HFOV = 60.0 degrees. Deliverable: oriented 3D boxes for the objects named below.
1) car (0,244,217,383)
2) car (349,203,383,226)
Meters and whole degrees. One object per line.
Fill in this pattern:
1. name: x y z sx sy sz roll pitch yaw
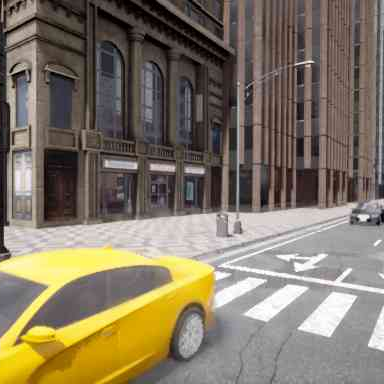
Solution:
1. car: -1.594 1.471 3.775 1.882 1.535 5.008 1 0 35
2. car: 12.539 1.514 23.625 2.128 1.511 4.902 1 0 35
